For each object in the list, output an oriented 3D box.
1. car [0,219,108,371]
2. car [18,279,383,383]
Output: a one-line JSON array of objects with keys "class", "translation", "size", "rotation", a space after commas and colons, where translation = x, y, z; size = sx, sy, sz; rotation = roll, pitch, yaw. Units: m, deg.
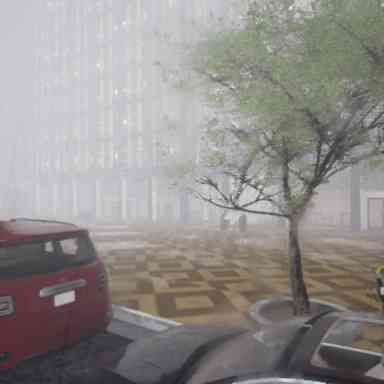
[{"class": "car", "translation": [-3.458, 1.369, 5.341], "size": [5.009, 1.841, 2.192], "rotation": [-1, 0, 35]}, {"class": "car", "translation": [1.042, 1.553, 2.134], "size": [4.403, 1.369, 2.008], "rotation": [-1, 0, 35]}]
